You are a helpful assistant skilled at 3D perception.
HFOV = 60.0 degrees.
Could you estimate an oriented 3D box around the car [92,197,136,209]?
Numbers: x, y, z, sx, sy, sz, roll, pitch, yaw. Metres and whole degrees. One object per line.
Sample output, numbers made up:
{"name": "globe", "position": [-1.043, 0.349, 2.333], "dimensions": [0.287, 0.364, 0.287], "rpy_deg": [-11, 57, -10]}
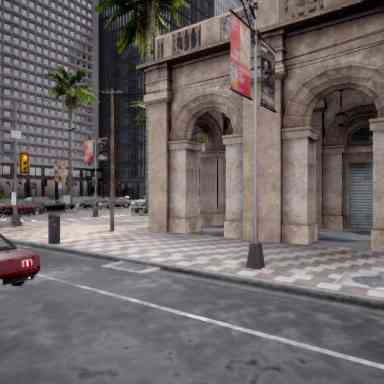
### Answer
{"name": "car", "position": [-10.423, 1.491, 44.770], "dimensions": [2.128, 1.511, 4.902], "rpy_deg": [0, 0, 36]}

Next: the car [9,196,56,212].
{"name": "car", "position": [-18.733, 1.352, 39.233], "dimensions": [2.097, 1.767, 4.553], "rpy_deg": [0, 0, 36]}

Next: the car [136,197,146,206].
{"name": "car", "position": [-7.478, 1.526, 54.818], "dimensions": [1.812, 1.442, 4.674], "rpy_deg": [0, 0, 36]}

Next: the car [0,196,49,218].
{"name": "car", "position": [-16.098, 1.352, 30.576], "dimensions": [2.097, 1.767, 4.553], "rpy_deg": [0, 0, 36]}

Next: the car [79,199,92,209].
{"name": "car", "position": [-13.195, 1.547, 46.914], "dimensions": [2.033, 1.411, 5.357], "rpy_deg": [0, 0, 36]}

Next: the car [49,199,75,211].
{"name": "car", "position": [-15.728, 1.601, 37.415], "dimensions": [1.895, 1.301, 4.718], "rpy_deg": [0, 0, 36]}

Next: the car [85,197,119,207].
{"name": "car", "position": [-13.870, 1.513, 51.260], "dimensions": [2.161, 1.482, 4.786], "rpy_deg": [0, 0, 35]}

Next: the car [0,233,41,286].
{"name": "car", "position": [-5.792, 1.601, 8.180], "dimensions": [4.718, 1.301, 1.895], "rpy_deg": [0, 0, 37]}
